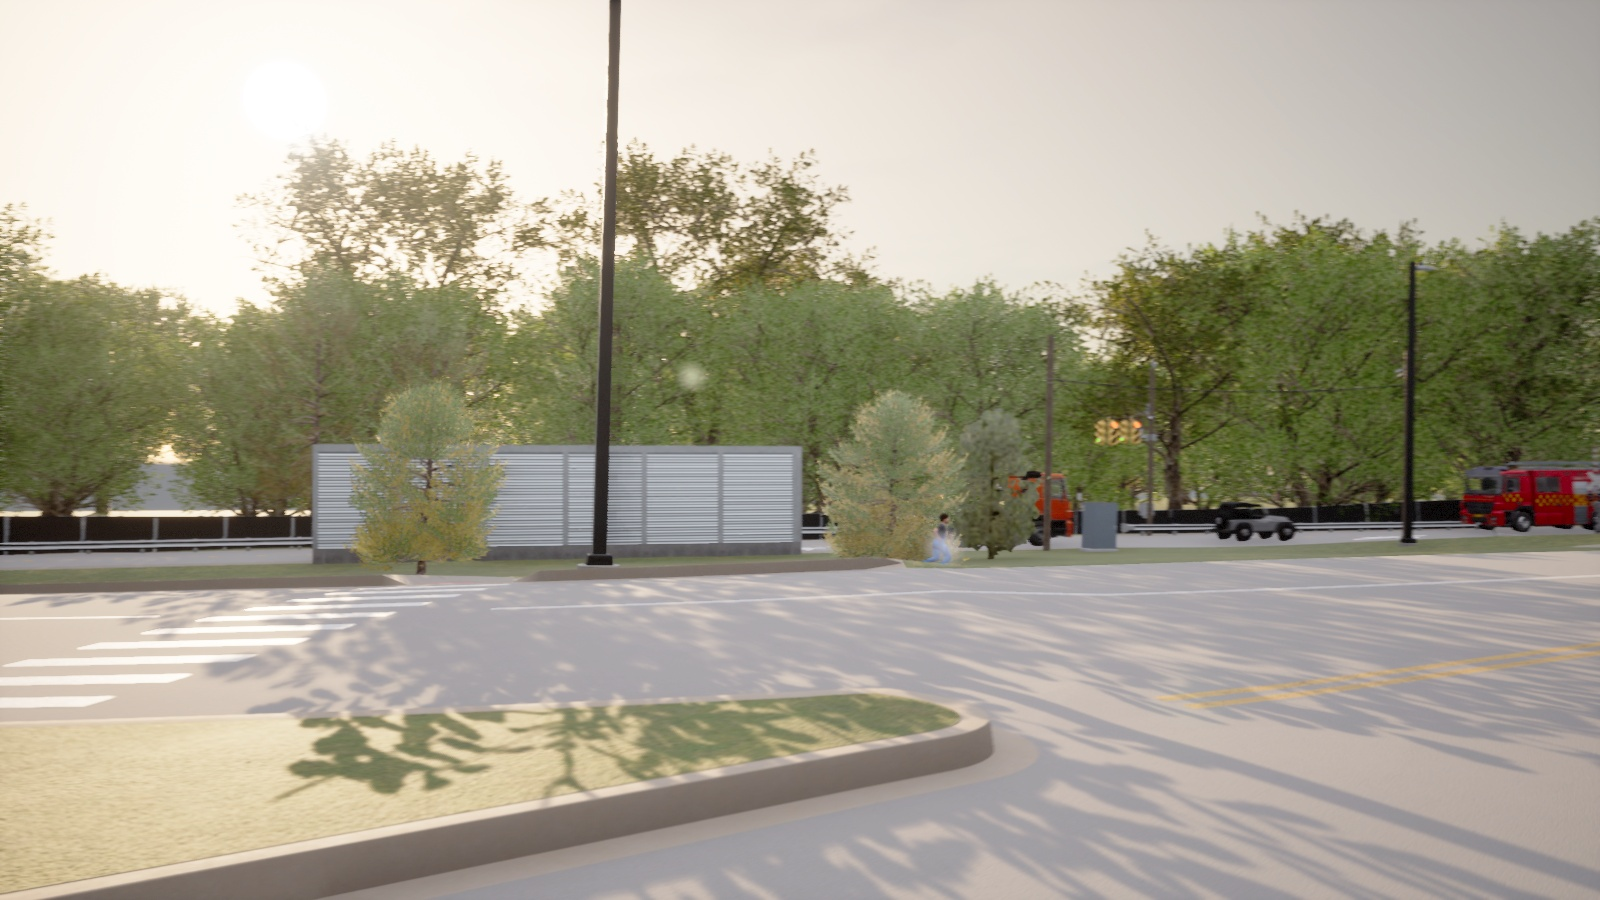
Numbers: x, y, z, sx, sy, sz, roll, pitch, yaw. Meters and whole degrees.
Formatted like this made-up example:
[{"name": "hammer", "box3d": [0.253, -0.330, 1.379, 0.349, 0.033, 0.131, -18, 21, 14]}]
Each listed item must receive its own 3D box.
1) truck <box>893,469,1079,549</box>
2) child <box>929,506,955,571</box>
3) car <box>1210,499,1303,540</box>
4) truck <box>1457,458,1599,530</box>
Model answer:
[{"name": "truck", "box3d": [8.492, 2.614, 57.561, 7.936, 3.462, 2.891, 0, -1, -15]}, {"name": "child", "box3d": [2.817, 1.755, 24.855, 0.437, 1.263, 0.270, 1, -1, -9]}, {"name": "car", "box3d": [22.178, 3.357, 61.071, 3.866, 1.878, 1.905, 0, 0, -14]}, {"name": "truck", "box3d": [41.098, 2.382, 69.586, 8.468, 3.827, 2.891, 0, -1, -14]}]
